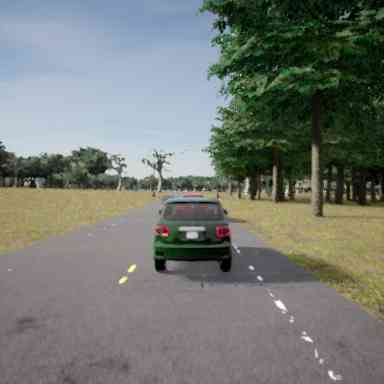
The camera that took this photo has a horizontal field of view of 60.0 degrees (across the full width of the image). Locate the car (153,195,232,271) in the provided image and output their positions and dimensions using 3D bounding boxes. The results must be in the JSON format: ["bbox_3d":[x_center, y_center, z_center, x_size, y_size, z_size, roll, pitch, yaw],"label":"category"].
[{"bbox_3d":[0.050,1.203,10.988,2.150,2.045,5.566,0,-1,1],"label":"car"}]

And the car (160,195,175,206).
[{"bbox_3d":[-3.590,1.209,49.916,1.837,1.490,4.892,0,1,0],"label":"car"}]
